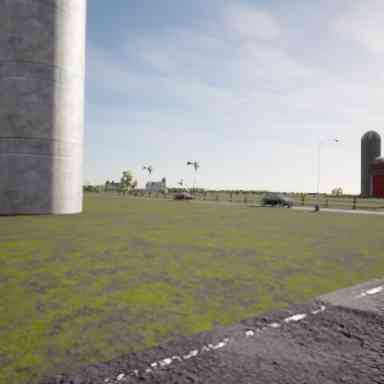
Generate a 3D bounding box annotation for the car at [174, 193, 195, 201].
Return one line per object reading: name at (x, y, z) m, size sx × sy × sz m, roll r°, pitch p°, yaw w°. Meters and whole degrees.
car at (-1.367, 0.847, 60.211) m, size 1.882 × 1.535 × 5.008 m, roll 1°, pitch 0°, yaw -35°

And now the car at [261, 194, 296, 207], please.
car at (11.116, 1.018, 42.820) m, size 2.097 × 1.767 × 4.553 m, roll 1°, pitch 0°, yaw -36°
